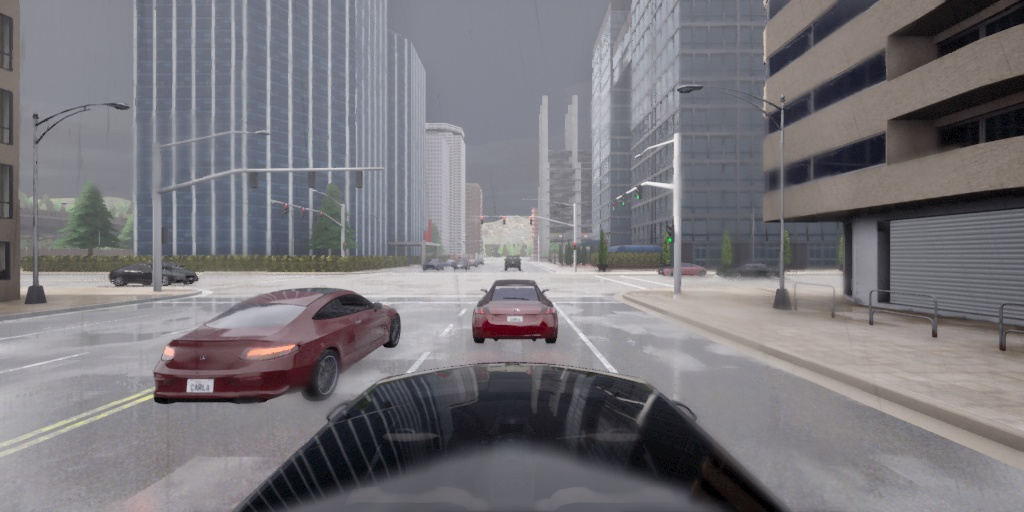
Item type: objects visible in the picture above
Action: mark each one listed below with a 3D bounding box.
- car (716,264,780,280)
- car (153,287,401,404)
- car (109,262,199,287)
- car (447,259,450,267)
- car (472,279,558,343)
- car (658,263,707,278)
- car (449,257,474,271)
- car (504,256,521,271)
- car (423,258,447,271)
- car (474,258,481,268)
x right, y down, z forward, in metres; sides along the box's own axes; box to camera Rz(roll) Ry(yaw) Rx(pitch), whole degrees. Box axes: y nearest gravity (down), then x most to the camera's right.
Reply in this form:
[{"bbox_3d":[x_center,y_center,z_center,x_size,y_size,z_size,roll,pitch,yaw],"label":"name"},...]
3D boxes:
[{"bbox_3d":[20.103,1.350,30.503,4.718,1.301,1.895,0,0,1],"label":"car"},{"bbox_3d":[-3.441,1.276,6.280,1.812,1.442,4.674,0,0,0],"label":"car"},{"bbox_3d":[-23.662,1.254,23.758,4.892,1.490,1.837,0,0,1],"label":"car"},{"bbox_3d":[-10.558,1.276,60.243,1.812,1.442,4.674,0,1,0],"label":"car"},{"bbox_3d":[0.079,1.314,9.669,1.994,1.385,4.181,0,0,0],"label":"car"},{"bbox_3d":[16.147,1.313,34.047,4.181,1.385,1.994,0,0,1],"label":"car"},{"bbox_3d":[-7.071,1.241,50.886,2.128,1.511,4.902,0,0,0],"label":"car"},{"bbox_3d":[0.117,0.971,50.507,2.150,2.045,5.566,0,0,0],"label":"car"},{"bbox_3d":[-10.575,1.102,48.361,2.097,1.767,4.553,0,0,0],"label":"car"},{"bbox_3d":[-7.041,1.276,62.453,1.812,1.442,4.674,0,0,2],"label":"car"}]
